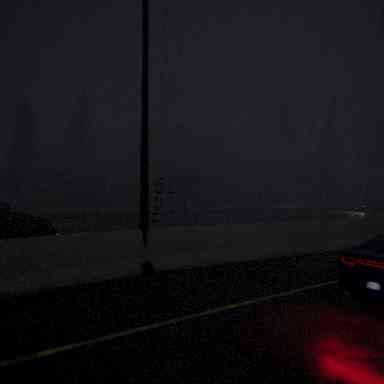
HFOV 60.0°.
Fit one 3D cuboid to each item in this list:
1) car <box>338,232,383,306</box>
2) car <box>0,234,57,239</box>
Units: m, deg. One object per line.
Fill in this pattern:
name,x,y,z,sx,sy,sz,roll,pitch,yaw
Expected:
car,5.296,1.516,7.241,5.008,1.535,1.882,0,0,-33
car,-7.322,1.433,11.588,4.902,1.511,2.128,0,0,-35
